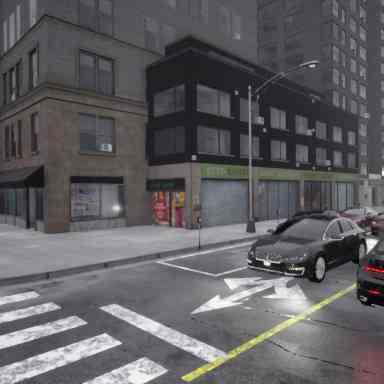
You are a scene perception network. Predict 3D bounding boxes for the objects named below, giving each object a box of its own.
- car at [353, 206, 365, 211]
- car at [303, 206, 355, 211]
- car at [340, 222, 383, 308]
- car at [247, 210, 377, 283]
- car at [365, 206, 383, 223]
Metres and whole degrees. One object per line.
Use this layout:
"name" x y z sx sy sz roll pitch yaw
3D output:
"car" 9.630 1.488 19.386 4.206 1.307 1.802 -1 0 -44
"car" 5.591 1.509 15.417 4.313 1.339 1.947 -1 0 -44
"car" 5.038 1.473 6.921 4.892 1.490 1.837 -1 0 -44
"car" 3.561 1.476 9.818 4.892 1.490 1.837 -1 0 -45
"car" 10.599 1.432 16.731 4.674 1.442 1.812 0 0 -44
